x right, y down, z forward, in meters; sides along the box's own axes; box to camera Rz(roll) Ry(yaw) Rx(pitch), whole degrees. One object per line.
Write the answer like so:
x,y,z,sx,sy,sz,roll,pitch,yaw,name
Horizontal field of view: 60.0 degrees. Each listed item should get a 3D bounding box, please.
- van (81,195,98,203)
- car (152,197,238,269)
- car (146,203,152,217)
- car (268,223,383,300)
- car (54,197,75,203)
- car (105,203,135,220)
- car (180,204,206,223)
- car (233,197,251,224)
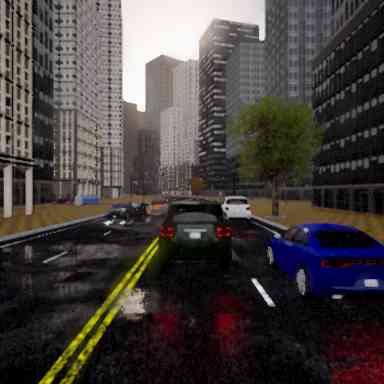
-22.665,1.609,73.314,3.998,1.788,1.690,0,0,1,van
0.084,1.296,11.649,2.150,2.045,5.566,0,-1,0,car
-3.354,1.559,33.859,2.097,1.767,4.553,0,0,0,car
3.316,1.535,8.601,1.882,1.535,5.008,0,0,0,car
-28.204,1.788,73.359,4.507,1.381,1.887,0,0,1,car
-6.608,1.740,31.026,2.033,1.411,5.357,0,0,0,car
0.081,1.742,28.389,1.994,1.385,4.181,0,0,0,car
3.330,1.389,26.835,2.150,2.045,5.566,0,0,0,car
